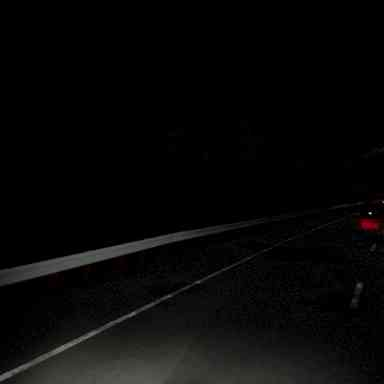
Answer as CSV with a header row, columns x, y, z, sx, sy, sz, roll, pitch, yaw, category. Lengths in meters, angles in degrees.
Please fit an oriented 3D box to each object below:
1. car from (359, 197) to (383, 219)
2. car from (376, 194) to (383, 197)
x,y,z,sx,sy,sz,roll,pitch,yaw,category
16.160,1.505,29.524,1.837,1.490,4.892,0,0,35,car
22.246,1.221,38.040,2.150,2.045,5.566,0,0,36,car
